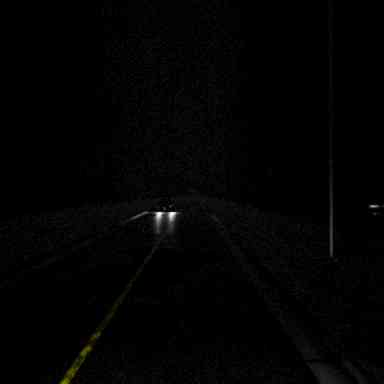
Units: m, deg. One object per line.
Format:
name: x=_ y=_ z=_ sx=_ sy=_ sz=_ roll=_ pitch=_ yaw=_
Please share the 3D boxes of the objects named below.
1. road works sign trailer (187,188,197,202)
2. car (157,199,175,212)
road works sign trailer: x=0.019 y=0.695 z=82.194 sx=2.380 sy=3.560 sz=2.880 roll=0 pitch=0 yaw=0
car: x=-3.083 y=1.581 z=39.918 sx=1.837 sy=1.490 sz=4.892 roll=0 pitch=0 yaw=0
